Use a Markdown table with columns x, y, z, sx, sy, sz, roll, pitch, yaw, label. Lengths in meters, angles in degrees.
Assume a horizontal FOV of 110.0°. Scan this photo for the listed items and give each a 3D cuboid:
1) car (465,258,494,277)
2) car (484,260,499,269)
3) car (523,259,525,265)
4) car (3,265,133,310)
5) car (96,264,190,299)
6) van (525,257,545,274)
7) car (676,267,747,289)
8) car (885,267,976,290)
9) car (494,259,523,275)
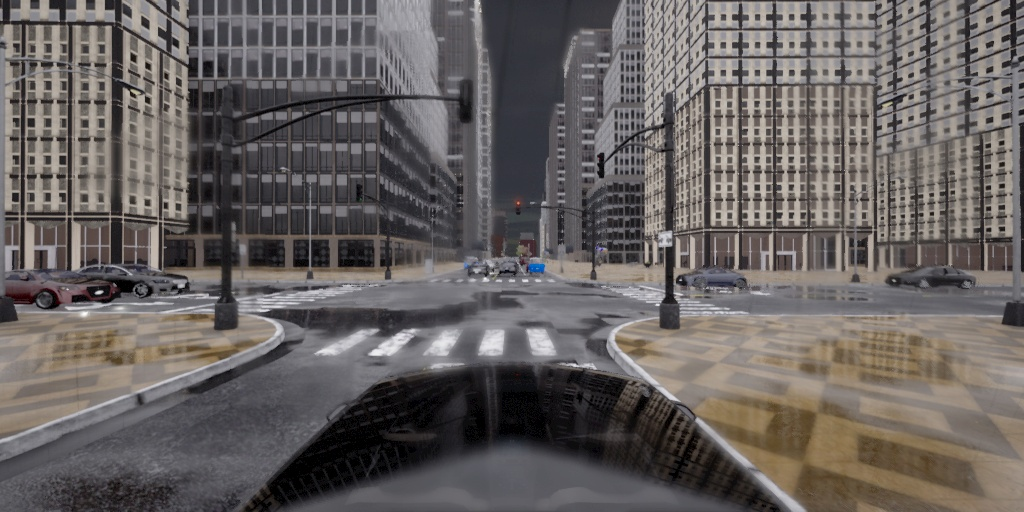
| x | y | z | sx | sy | sz | roll | pitch | yaw | label |
| --- | --- | --- | --- | --- | --- | --- | --- | --- | --- |
| -3.231 | 1.239 | 35.623 | 2.128 | 1.511 | 4.902 | 0 | 0 | 0 | car |
| -3.145 | 1.293 | 56.429 | 2.033 | 1.411 | 5.357 | 0 | 0 | 0 | car |
| 2.618 | 1.292 | 45.327 | 1.888 | 1.381 | 4.507 | 0 | 0 | 0 | car |
| -17.424 | 1.168 | 13.362 | 4.181 | 1.385 | 1.994 | 0 | 0 | -1 | car |
| -17.809 | 1.108 | 16.606 | 4.902 | 1.511 | 2.128 | 0 | 0 | -1 | car |
| 2.687 | 1.088 | 39.789 | 1.690 | 1.789 | 3.998 | 0 | 0 | 0 | van |
| 13.273 | 1.443 | 23.976 | 4.181 | 1.385 | 1.994 | 0 | 0 | 0 | car |
| 28.269 | 1.482 | 24.272 | 4.892 | 1.490 | 1.837 | 1 | 0 | -1 | car |
| -0.299 | 1.295 | 38.543 | 2.033 | 1.411 | 5.357 | 0 | 0 | 5 | car |
